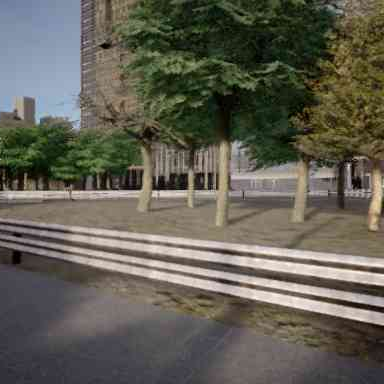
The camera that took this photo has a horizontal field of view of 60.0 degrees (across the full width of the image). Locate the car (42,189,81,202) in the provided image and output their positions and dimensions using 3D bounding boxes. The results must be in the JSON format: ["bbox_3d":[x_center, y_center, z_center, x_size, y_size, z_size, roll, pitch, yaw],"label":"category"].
[{"bbox_3d":[-17.356,0.441,43.661,5.366,1.575,1.801,0,0,-3],"label":"car"}]
